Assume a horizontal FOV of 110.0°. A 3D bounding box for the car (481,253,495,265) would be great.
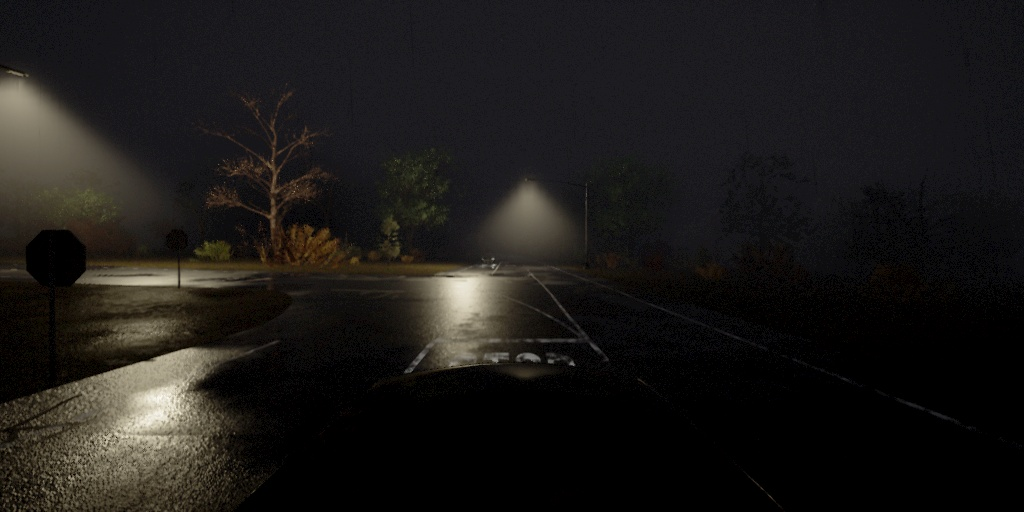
[{"bbox_3d":[-3.703,0.392,56.388,2.097,1.767,4.553,0,1,-1],"label":"car"}]
